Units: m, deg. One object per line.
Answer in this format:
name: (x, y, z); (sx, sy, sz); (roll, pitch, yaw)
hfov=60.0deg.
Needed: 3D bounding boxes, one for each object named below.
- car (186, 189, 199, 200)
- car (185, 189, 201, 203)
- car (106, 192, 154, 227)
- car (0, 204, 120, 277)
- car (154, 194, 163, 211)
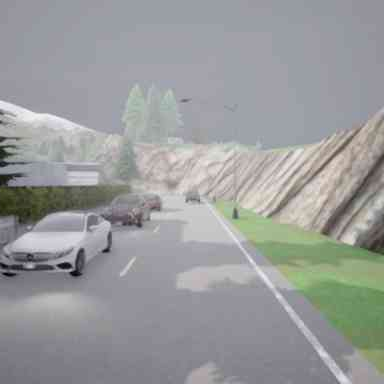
car: (-0.006, 0.310, 50.314); (1.812, 1.442, 4.674); (0, 1, -2)
car: (0.108, 0.584, 40.028); (2.033, 1.411, 5.357); (0, 1, 0)
car: (-3.589, 0.915, 18.638); (2.097, 1.767, 4.553); (0, 1, 0)
car: (-3.594, 1.308, 9.688); (1.812, 1.442, 4.674); (0, 1, 0)
car: (-3.574, 0.884, 28.546); (1.994, 1.385, 4.181); (0, 1, 1)
